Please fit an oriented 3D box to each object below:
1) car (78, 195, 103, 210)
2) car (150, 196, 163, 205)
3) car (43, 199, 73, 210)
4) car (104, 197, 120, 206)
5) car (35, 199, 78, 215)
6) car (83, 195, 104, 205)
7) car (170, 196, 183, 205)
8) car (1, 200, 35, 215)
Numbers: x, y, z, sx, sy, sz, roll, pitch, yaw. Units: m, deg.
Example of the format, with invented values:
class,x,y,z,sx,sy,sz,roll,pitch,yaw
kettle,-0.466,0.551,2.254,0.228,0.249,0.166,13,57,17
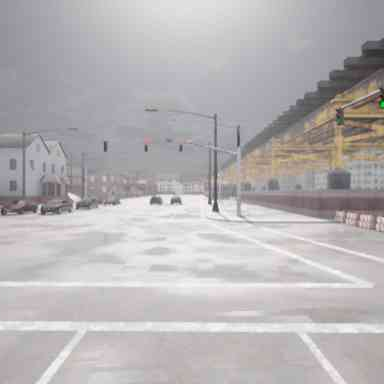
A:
class,x,y,z,sx,sy,sz,roll,pitch,yaw
car,-13.724,1.497,43.751,1.837,1.490,4.892,0,0,1
car,-6.280,1.468,59.010,1.882,1.535,5.008,0,0,1
car,-17.242,1.594,43.086,1.895,1.301,4.718,0,0,1
car,-13.422,1.518,56.253,1.812,1.442,4.674,0,1,2
car,-13.941,1.499,34.499,1.837,1.490,4.892,0,0,1
car,-16.890,1.343,57.176,2.097,1.767,4.553,0,0,2
car,-2.781,1.495,58.930,1.837,1.490,4.892,0,0,1
car,-17.456,1.520,33.994,1.812,1.442,4.674,0,0,1
